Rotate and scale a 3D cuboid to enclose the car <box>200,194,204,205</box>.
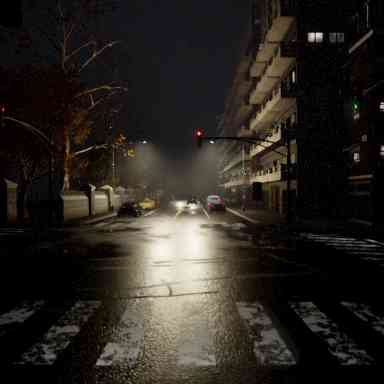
[{"bbox_3d":[2.697,1.480,53.405,1.967,1.590,4.097,0,0,0],"label":"car"}]

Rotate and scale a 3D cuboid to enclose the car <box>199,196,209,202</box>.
[{"bbox_3d":[2.697,1.629,75.925,2.008,1.369,4.403,0,0,0],"label":"car"}]

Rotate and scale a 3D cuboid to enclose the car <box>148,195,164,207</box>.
[{"bbox_3d":[-5.684,1.347,47.775,2.192,1.841,5.009,0,0,0],"label":"car"}]

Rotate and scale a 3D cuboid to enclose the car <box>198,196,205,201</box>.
[{"bbox_3d":[2.698,1.700,92.816,1.802,1.307,4.206,0,0,0],"label":"car"}]

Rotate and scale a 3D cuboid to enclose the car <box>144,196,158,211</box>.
[{"bbox_3d":[-5.684,1.550,41.975,1.752,1.417,4.829,0,0,0],"label":"car"}]

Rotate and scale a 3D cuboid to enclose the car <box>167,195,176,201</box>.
[{"bbox_3d":[-5.682,1.669,92.815,2.008,1.369,4.403,0,0,0],"label":"car"}]

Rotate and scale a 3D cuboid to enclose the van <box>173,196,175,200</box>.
[{"bbox_3d":[-5.682,1.432,81.556,1.690,1.788,3.998,0,0,0],"label":"van"}]

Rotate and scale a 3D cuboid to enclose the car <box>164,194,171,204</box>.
[{"bbox_3d":[-5.683,1.498,64.666,1.967,1.590,4.097,0,0,0],"label":"car"}]

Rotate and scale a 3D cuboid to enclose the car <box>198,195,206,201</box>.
[{"bbox_3d":[2.698,1.544,87.185,1.967,1.590,4.097,0,0,0],"label":"car"}]

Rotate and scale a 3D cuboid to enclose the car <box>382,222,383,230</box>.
[{"bbox_3d":[13.468,1.604,18.561,5.009,1.841,2.192,1,-1,-1],"label":"car"}]

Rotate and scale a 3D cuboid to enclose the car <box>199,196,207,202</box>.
[{"bbox_3d":[2.697,1.635,81.555,1.887,1.381,4.507,0,0,0],"label":"car"}]

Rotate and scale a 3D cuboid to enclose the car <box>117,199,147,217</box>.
[{"bbox_3d":[-5.685,1.580,30.884,1.947,1.339,4.313,0,0,0],"label":"car"}]

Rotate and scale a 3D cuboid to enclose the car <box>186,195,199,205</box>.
[{"bbox_3d":[0.004,1.597,59.600,2.033,1.411,5.357,0,0,0],"label":"car"}]

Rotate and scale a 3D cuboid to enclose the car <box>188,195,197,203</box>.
[{"bbox_3d":[0.006,1.444,70.019,1.837,1.490,4.892,0,0,0],"label":"car"}]

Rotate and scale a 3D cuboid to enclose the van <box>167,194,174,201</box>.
[{"bbox_3d":[-5.682,1.445,87.185,1.690,1.788,3.998,0,0,0],"label":"van"}]

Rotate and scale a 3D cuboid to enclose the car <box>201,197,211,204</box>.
[{"bbox_3d":[2.697,1.602,64.665,1.887,1.381,4.507,0,0,0],"label":"car"}]

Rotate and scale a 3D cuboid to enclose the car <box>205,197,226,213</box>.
[{"bbox_3d":[2.696,1.564,36.514,1.887,1.381,4.507,0,0,0],"label":"car"}]

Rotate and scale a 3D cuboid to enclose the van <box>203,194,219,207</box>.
[{"bbox_3d":[2.697,1.366,42.145,1.690,1.788,3.998,0,0,0],"label":"van"}]

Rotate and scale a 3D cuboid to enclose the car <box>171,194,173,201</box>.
[{"bbox_3d":[-5.682,1.508,70.295,1.967,1.590,4.097,0,0,0],"label":"car"}]
